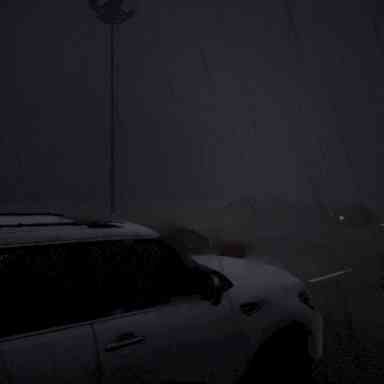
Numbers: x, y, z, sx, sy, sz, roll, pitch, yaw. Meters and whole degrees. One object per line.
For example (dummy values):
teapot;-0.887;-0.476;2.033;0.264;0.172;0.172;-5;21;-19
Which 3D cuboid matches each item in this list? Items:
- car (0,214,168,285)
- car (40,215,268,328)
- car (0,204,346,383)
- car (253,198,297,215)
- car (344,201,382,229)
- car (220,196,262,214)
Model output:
car;-3.187;1.531;10.212;4.674;1.442;1.812;0;0;-37
car;-0.638;1.478;7.753;5.008;1.535;1.882;0;0;-37
car;-1.149;1.223;3.021;5.566;2.045;2.150;0;0;-36
car;8.574;1.466;34.167;4.902;1.511;2.128;0;0;-44
car;10.550;1.537;21.441;4.181;1.385;1.994;0;0;-42
car;5.358;1.333;35.941;4.553;1.767;2.097;0;0;-44
